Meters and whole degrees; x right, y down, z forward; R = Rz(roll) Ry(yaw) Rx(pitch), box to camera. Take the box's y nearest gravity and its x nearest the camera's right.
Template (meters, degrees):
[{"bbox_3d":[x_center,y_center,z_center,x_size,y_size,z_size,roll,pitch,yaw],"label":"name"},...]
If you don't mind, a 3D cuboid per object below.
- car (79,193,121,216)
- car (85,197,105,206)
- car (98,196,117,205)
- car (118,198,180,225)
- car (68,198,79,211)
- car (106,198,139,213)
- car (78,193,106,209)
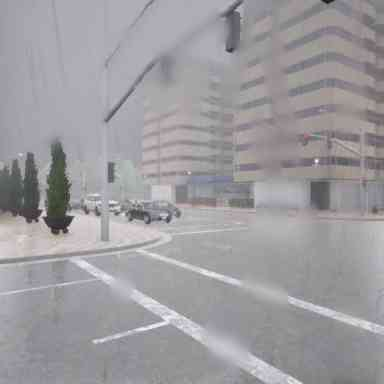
[{"bbox_3d":[-8.956,1.222,32.767,2.150,2.045,5.566,0,0,-35],"label":"car"},{"bbox_3d":[-16.401,1.564,55.948,1.994,1.385,4.181,0,0,-35],"label":"car"},{"bbox_3d":[-15.554,1.526,60.837,1.812,1.442,4.674,0,0,-35],"label":"car"},{"bbox_3d":[-3.296,1.491,24.684,2.128,1.511,4.902,0,0,-35],"label":"car"},{"bbox_3d":[-14.576,1.526,40.789,1.812,1.442,4.674,0,0,-35],"label":"car"},{"bbox_3d":[-7.926,1.505,37.401,1.837,1.490,4.892,0,0,-35],"label":"car"},{"bbox_3d":[-13.834,1.221,45.878,2.150,2.045,5.566,0,0,-34],"label":"car"}]
